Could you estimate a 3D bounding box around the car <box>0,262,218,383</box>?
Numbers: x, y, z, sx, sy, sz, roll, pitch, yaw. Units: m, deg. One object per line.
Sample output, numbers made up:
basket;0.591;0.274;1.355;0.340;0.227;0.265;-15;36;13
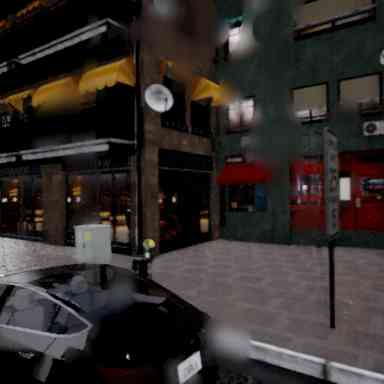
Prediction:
car;-1.751;1.552;4.035;4.313;1.339;1.947;0;0;34
